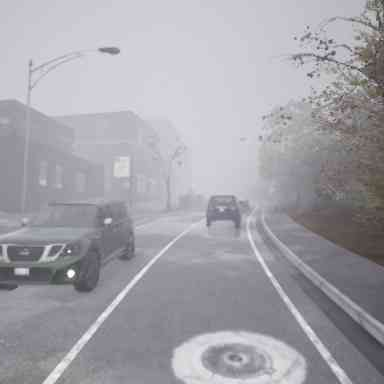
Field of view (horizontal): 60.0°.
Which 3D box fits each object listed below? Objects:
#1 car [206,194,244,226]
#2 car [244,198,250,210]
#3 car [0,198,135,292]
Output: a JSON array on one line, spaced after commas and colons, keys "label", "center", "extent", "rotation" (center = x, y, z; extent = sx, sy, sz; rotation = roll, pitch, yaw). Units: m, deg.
[{"label": "car", "center": [2.291, 1.192, 23.225], "extent": [2.150, 2.045, 5.566], "rotation": [-1, 0, 10]}, {"label": "car", "center": [6.058, 1.418, 41.115], "extent": [1.882, 1.535, 5.008], "rotation": [-1, 0, 13]}, {"label": "car", "center": [-3.166, 1.225, 9.352], "extent": [2.150, 2.045, 5.566], "rotation": [0, 0, 4]}]
